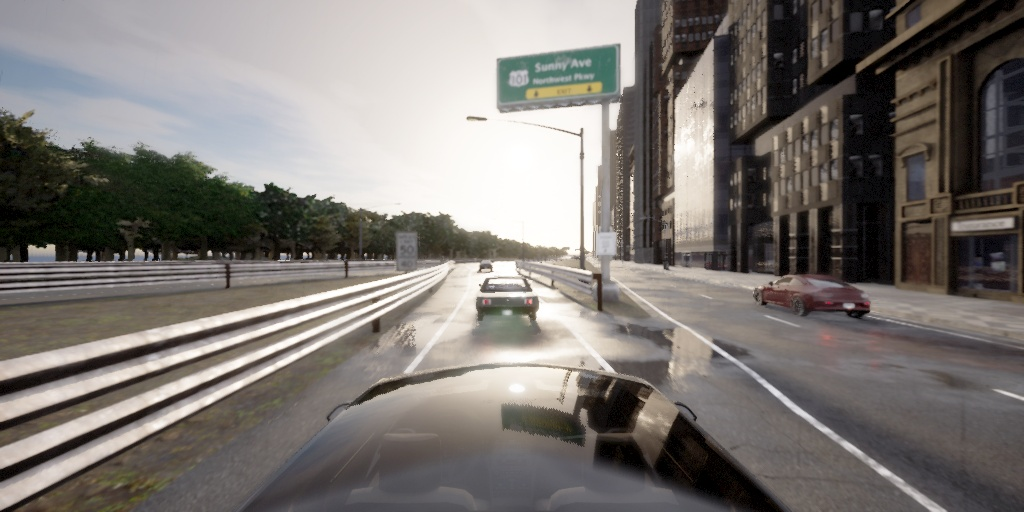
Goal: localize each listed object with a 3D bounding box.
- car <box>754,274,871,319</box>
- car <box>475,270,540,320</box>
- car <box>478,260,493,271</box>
[{"bbox_3d":[11.053,1.406,13.540,1.812,1.442,4.674,0,0,11],"label":"car"},{"bbox_3d":[-0.237,1.344,12.548,1.895,1.301,4.718,0,0,-3],"label":"car"},{"bbox_3d":[-3.474,1.285,48.646,1.812,1.442,4.674,0,0,-3],"label":"car"}]
